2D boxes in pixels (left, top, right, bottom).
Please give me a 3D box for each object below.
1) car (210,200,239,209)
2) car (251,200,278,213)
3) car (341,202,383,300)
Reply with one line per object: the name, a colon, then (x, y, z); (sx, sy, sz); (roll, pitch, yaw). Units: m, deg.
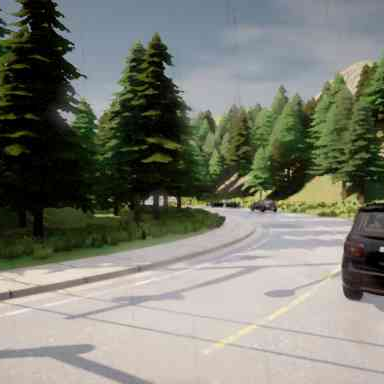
car: (4.697, 1.775, 49.356); (1.895, 1.301, 4.718); (0, 0, -33)
car: (8.599, 1.673, 39.800); (1.812, 1.442, 4.674); (0, 0, -13)
car: (5.057, 1.243, 7.784); (2.150, 2.045, 5.566); (0, 0, 35)
